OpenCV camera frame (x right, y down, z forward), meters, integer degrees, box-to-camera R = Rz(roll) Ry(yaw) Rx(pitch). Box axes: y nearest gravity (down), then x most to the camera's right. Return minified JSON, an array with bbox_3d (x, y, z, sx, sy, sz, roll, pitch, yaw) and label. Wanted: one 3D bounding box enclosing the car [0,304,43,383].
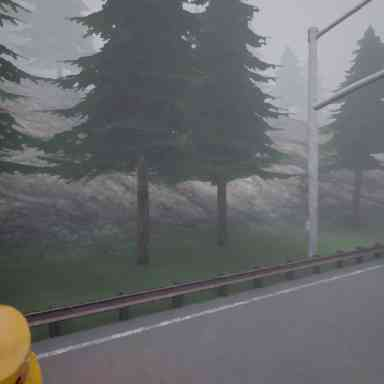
[{"bbox_3d":[-3.433,1.477,1.543,5.008,1.535,1.882,0,0,-35],"label":"car"}]
